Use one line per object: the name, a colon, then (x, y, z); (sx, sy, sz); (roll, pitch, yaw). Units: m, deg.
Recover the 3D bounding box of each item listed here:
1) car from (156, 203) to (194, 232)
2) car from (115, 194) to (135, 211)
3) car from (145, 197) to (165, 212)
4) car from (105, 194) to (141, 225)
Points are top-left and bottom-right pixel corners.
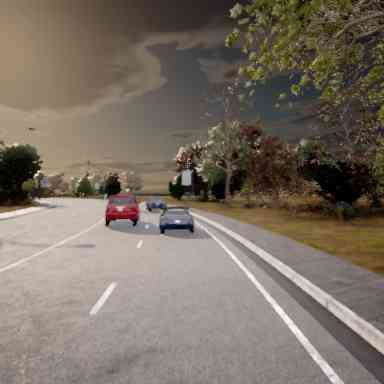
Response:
car: (-0.993, 1.570, 20.084); (1.994, 1.385, 4.181); (0, 0, -6)
car: (-8.552, 1.236, 42.279); (2.150, 2.045, 5.566); (0, 0, -15)
car: (-4.392, 1.366, 39.882); (2.097, 1.767, 4.553); (0, 0, -13)
car: (-4.979, 1.231, 24.185); (2.150, 2.045, 5.566); (0, 0, -7)
